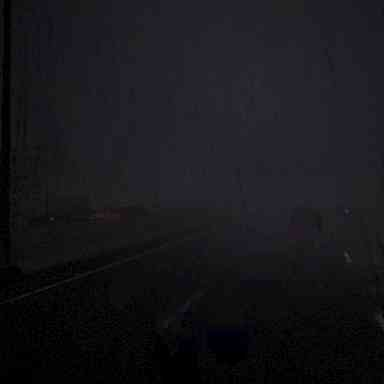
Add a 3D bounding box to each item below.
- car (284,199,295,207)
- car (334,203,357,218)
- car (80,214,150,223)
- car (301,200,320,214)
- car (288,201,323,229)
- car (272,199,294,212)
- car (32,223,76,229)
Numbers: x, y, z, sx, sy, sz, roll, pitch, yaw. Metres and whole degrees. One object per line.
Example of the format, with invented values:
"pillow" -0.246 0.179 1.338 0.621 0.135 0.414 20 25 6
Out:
"car" 17.876 1.988 60.942 1.812 1.442 4.674 0 0 16
"car" 16.037 1.883 34.812 1.994 1.385 4.181 0 0 20
"car" -4.363 1.535 20.580 1.882 1.535 5.008 0 0 20
"car" 14.520 1.825 40.786 2.128 1.511 4.902 0 0 20
"car" 8.041 1.665 23.278 1.882 1.535 5.008 0 -1 20
"car" 11.747 1.671 43.393 2.097 1.767 4.553 0 0 21
"car" -7.923 1.504 21.044 1.882 1.535 5.008 0 0 20
